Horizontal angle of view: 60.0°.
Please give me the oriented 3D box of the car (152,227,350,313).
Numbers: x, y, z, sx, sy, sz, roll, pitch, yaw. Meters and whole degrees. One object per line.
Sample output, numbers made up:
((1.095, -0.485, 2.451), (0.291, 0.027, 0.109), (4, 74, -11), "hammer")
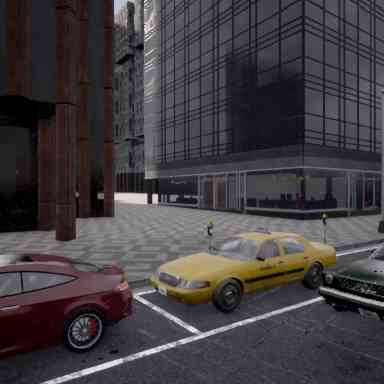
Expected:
((1.411, 1.525, 7.638), (4.829, 1.417, 1.752), (0, 0, -35), "car")

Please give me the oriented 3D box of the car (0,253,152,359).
((-2.886, 1.582, 4.591), (4.206, 1.307, 1.802), (0, 0, -35), "car")

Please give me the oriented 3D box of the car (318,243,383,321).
((4.567, 1.600, 6.488), (4.718, 1.301, 1.895), (0, 0, -35), "car")
